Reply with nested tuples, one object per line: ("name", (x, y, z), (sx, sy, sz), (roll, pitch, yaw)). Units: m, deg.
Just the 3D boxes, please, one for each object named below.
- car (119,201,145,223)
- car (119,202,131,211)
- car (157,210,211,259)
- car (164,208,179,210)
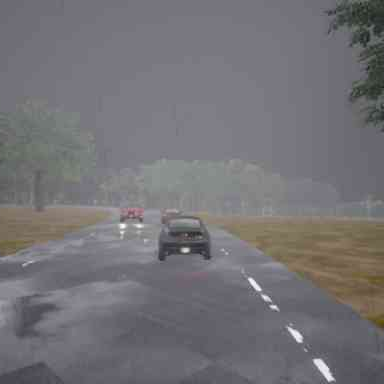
("car", (-5.994, 1.964, 33.474), (2.150, 2.045, 5.566), (0, -2, -8))
("car", (-14.833, 3.191, 73.626), (2.150, 2.045, 5.566), (0, -2, -17))
("car", (-0.340, 1.701, 13.404), (1.837, 1.490, 4.892), (0, -1, -3))
("car", (-1.881, 2.169, 30.560), (1.812, 1.442, 4.674), (0, -2, -7))
